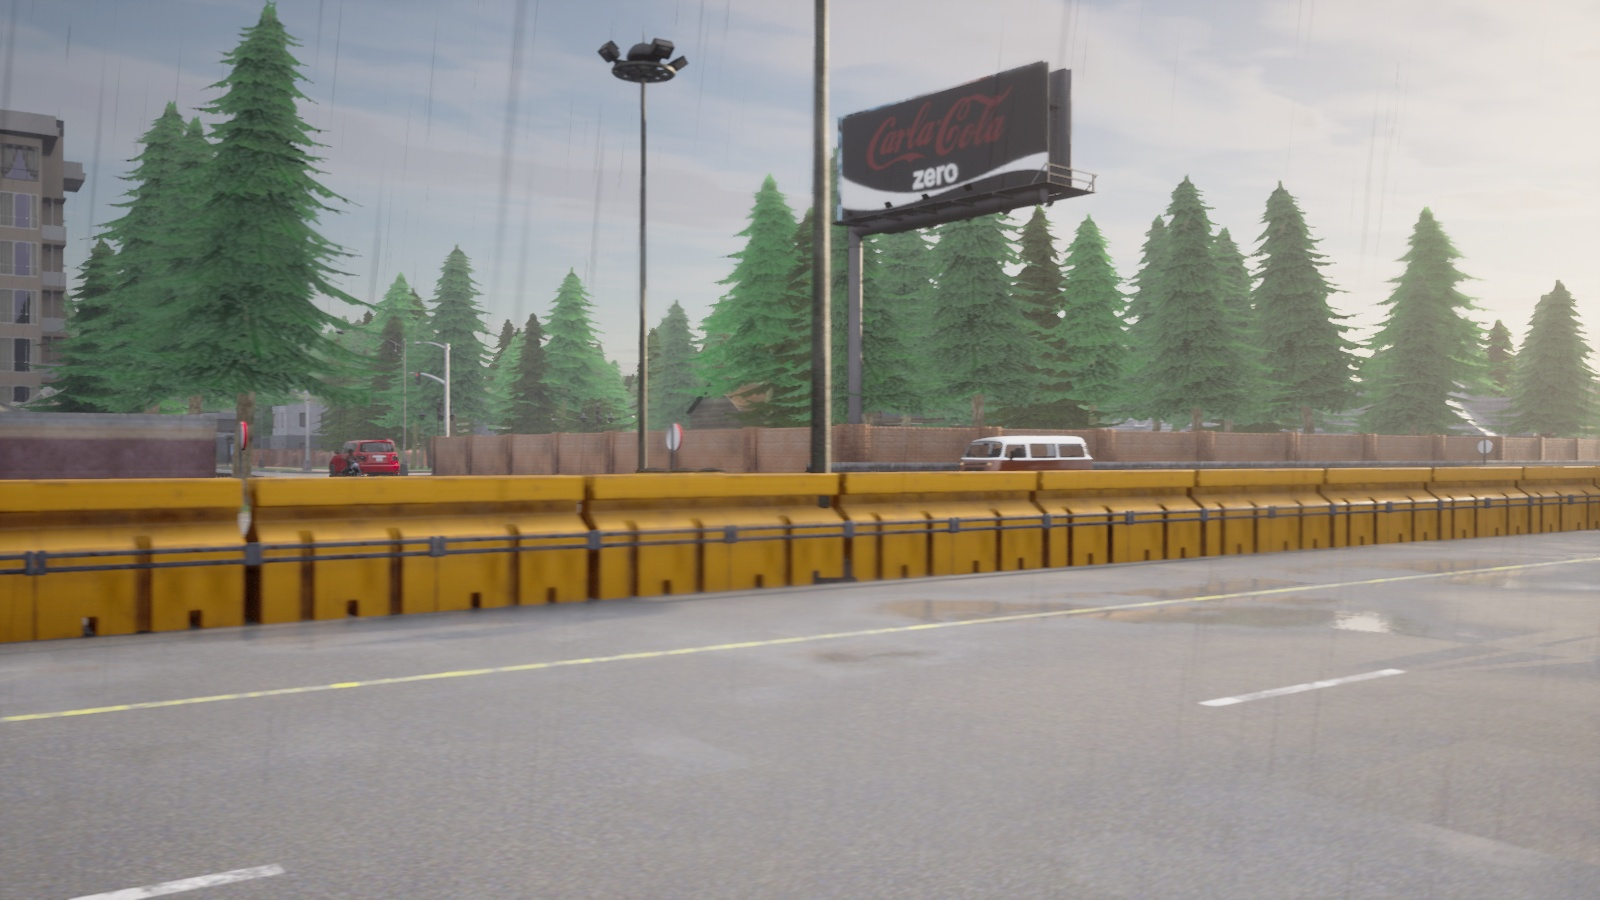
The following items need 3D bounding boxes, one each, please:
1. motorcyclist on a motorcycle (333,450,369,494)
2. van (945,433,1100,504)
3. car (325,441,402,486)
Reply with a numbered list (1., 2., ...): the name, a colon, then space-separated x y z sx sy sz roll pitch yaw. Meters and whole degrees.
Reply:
1. motorcyclist on a motorcycle: -17.471 0.831 48.823 0.766 1.649 2.350 0 0 -34
2. van: 6.799 0.547 38.208 4.480 2.038 2.069 0 0 -35
3. car: -21.039 0.636 60.409 2.150 2.045 5.566 0 0 -34
